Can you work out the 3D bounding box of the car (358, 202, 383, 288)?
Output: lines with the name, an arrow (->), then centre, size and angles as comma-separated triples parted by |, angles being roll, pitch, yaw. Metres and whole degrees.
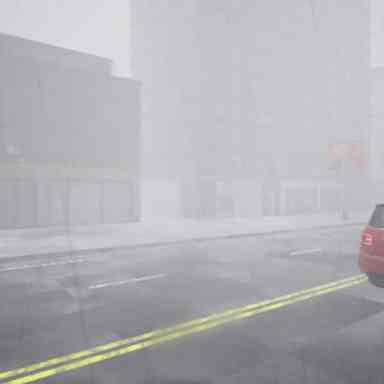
car -> 6.302, 1.234, 8.007 | 5.566, 2.045, 2.150 | 1, -1, -34
